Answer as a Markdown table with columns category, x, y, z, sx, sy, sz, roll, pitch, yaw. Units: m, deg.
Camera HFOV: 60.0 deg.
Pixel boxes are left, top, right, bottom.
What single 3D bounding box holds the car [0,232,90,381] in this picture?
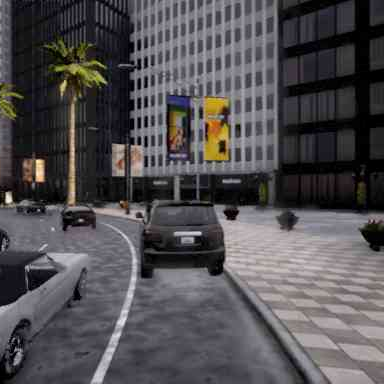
| category | x | y | z | sx | sy | sz | roll | pitch | yaw |
| --- | --- | --- | --- | --- | --- | --- | --- | --- | --- |
| car | -3.100 | 1.608 | 5.371 | 1.895 | 1.301 | 4.718 | 0 | 0 | -3 |

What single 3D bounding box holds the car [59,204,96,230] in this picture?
| category | x | y | z | sx | sy | sz | roll | pitch | yaw |
| --- | --- | --- | --- | --- | --- | --- | --- | --- | --- |
| car | -7.458 | 1.498 | 21.473 | 1.882 | 1.535 | 5.008 | 0 | 0 | -24 |

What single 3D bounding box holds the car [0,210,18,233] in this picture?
| category | x | y | z | sx | sy | sz | roll | pitch | yaw |
| --- | --- | --- | --- | --- | --- | --- | --- | --- | --- |
| car | -7.251 | 1.520 | 10.166 | 1.837 | 1.490 | 4.892 | 1 | 0 | -10 |

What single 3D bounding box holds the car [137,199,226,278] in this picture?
| category | x | y | z | sx | sy | sz | roll | pitch | yaw |
| --- | --- | --- | --- | --- | --- | --- | --- | --- | --- |
| car | -0.542 | 1.224 | 10.413 | 2.150 | 2.045 | 5.566 | 0 | 0 | -10 |

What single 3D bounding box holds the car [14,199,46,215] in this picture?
| category | x | y | z | sx | sy | sz | roll | pitch | yaw |
| --- | --- | --- | --- | --- | --- | --- | --- | --- | --- |
| car | -16.983 | 1.545 | 34.767 | 4.892 | 1.490 | 1.837 | 0 | -1 | 44 |
